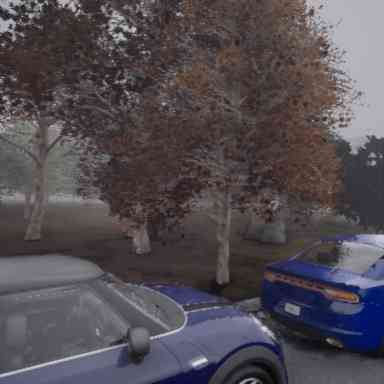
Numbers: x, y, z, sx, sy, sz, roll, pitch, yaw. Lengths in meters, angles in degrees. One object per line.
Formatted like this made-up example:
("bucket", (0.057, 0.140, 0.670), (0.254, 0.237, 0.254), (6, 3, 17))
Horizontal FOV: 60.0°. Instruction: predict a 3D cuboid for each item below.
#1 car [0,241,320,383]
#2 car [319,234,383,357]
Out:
("car", (-1.275, 1.367, 2.894), (4.553, 1.767, 2.185), (0, -1, -34))
("car", (3.464, 1.522, 6.073), (5.008, 1.535, 2.097), (1, 0, -34))
